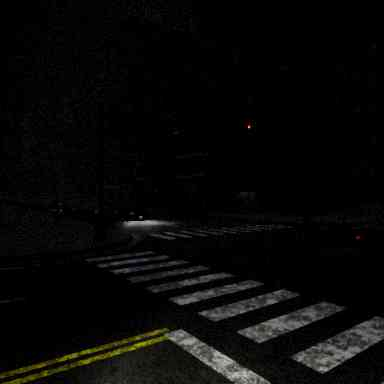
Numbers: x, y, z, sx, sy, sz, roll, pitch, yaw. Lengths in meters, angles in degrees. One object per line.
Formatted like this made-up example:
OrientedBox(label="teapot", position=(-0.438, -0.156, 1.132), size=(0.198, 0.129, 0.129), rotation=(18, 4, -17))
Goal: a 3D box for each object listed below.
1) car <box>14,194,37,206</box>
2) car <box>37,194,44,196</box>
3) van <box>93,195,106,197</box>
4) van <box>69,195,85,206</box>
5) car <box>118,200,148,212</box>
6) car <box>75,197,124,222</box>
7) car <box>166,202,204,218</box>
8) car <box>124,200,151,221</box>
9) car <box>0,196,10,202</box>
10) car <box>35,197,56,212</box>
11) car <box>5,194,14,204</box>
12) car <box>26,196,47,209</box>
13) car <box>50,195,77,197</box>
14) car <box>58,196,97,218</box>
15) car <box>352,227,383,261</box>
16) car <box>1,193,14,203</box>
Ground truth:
OrientedBox(label="car", position=(-26.373, 1.432, 52.637), size=(1.967, 1.590, 4.097), rotation=(0, 0, -35))
OrientedBox(label="car", position=(-35.810, 1.491, 79.741), size=(1.967, 1.590, 4.097), rotation=(0, 0, -35))
OrientedBox(label="van", position=(-13.444, 1.357, 48.310), size=(1.690, 1.788, 3.998), rotation=(0, 0, -35))
OrientedBox(label="van", position=(-19.834, 1.364, 57.290), size=(1.690, 1.788, 3.998), rotation=(0, 0, -35))
OrientedBox(label="car", position=(-7.054, 1.595, 39.330), size=(1.802, 1.307, 4.206), rotation=(0, 0, -35))
OrientedBox(label="car", position=(-7.202, 1.423, 25.697), size=(1.967, 1.590, 4.097), rotation=(0, 0, -35))
OrientedBox(label="car", position=(-0.663, 1.581, 30.349), size=(1.947, 1.339, 4.313), rotation=(0, 0, -35))
OrientedBox(label="car", position=(-5.442, 1.540, 27.597), size=(2.033, 1.411, 5.357), rotation=(0, 0, -35))
OrientedBox(label="car", position=(-42.349, 1.601, 75.087), size=(1.802, 1.307, 4.206), rotation=(0, 0, -35))
OrientedBox(label="car", position=(-16.787, 1.564, 39.167), size=(1.802, 1.307, 4.206), rotation=(0, 0, -35))
OrientedBox(label="car", position=(-32.763, 1.553, 61.617), size=(2.008, 1.369, 4.403), rotation=(0, 0, -35))
OrientedBox(label="car", position=(-19.982, 1.535, 43.657), size=(2.008, 1.369, 4.403), rotation=(0, 0, -35))
OrientedBox(label="car", position=(-17.285, 1.471, 44.277), size=(1.882, 1.535, 5.008), rotation=(0, 0, -35))
OrientedBox(label="car", position=(-10.397, 1.422, 30.187), size=(1.967, 1.590, 4.097), rotation=(0, 0, -35))
OrientedBox(label="car", position=(7.593, 1.549, 9.627), size=(2.033, 1.411, 5.357), rotation=(0, 0, -37))
OrientedBox(label="car", position=(-39.153, 1.558, 70.597), size=(1.887, 1.381, 4.507), rotation=(0, 0, -35))
